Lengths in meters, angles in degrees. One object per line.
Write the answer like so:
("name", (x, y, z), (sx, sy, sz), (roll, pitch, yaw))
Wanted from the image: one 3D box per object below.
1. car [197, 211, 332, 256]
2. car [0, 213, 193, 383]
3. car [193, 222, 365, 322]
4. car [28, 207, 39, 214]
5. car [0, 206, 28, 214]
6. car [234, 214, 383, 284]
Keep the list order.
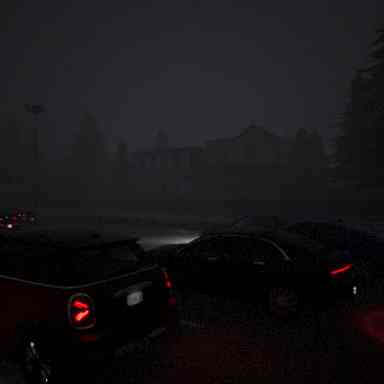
("car", (3.008, 1.658, 14.407), (5.357, 1.411, 2.033), (0, -1, 33))
("car", (-2.509, 1.407, 5.469), (4.553, 1.767, 2.097), (0, -1, 33))
("car", (0.938, 1.562, 7.387), (4.892, 1.490, 1.837), (-1, -1, 33))
("car", (-13.433, 1.782, 25.221), (4.674, 1.442, 1.812), (-1, -1, 33))
("car", (-12.464, 1.718, 20.407), (4.892, 1.490, 1.837), (-1, -1, 33))
("car", (3.527, 1.548, 9.873), (5.008, 1.535, 1.882), (-1, -1, 33))
